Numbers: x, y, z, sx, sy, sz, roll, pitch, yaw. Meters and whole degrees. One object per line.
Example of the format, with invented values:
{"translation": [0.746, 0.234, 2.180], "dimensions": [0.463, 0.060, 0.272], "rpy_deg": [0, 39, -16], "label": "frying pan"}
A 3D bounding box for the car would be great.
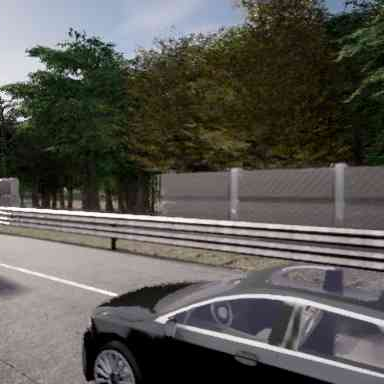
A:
{"translation": [0.943, 1.489, 3.195], "dimensions": [4.902, 1.511, 2.128], "rpy_deg": [0, 0, 35], "label": "car"}
